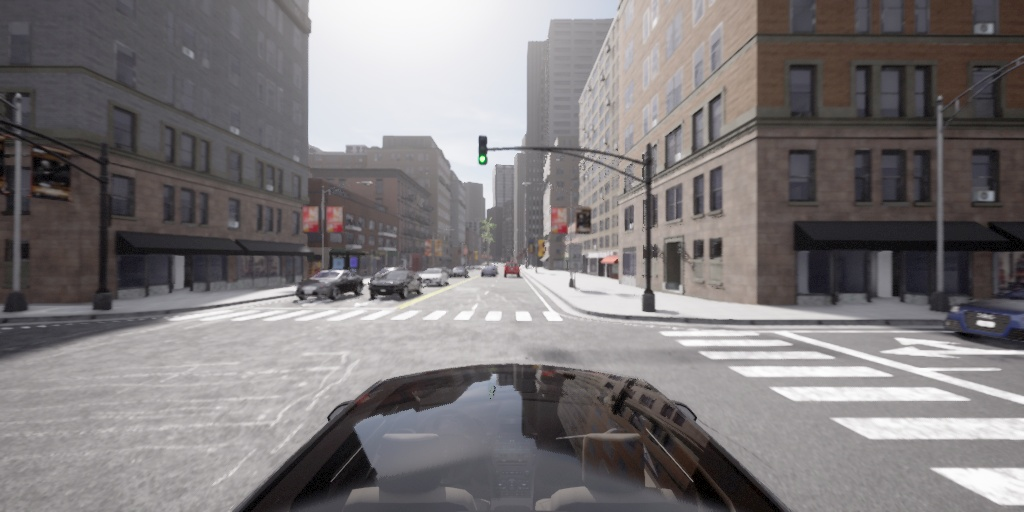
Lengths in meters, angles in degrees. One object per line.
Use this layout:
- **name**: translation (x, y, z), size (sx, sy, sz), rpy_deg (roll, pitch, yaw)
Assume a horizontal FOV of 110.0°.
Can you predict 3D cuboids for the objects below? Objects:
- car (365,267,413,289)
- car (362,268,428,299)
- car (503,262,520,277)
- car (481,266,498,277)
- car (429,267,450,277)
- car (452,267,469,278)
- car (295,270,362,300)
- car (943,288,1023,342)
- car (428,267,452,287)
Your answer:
- **car**: translation (-9.858, 1.702, 29.204), size (2.128, 1.511, 4.902), rpy_deg (0, -1, 0)
- **car**: translation (-6.603, 1.550, 20.880), size (1.882, 1.535, 5.008), rpy_deg (0, -1, 0)
- **car**: translation (-0.022, 1.849, 49.549), size (2.150, 2.045, 5.566), rpy_deg (0, -1, 0)
- **car**: translation (-3.273, 2.185, 49.894), size (1.994, 1.385, 4.181), rpy_deg (0, -1, 0)
- **car**: translation (-9.832, 2.177, 48.911), size (1.895, 1.301, 4.718), rpy_deg (0, -1, 0)
- **car**: translation (-6.601, 2.077, 44.882), size (1.994, 1.385, 4.181), rpy_deg (0, -1, 0)
- **car**: translation (-9.851, 1.532, 19.802), size (2.128, 1.511, 4.902), rpy_deg (0, -1, 0)
- **car**: translation (12.720, 1.349, 8.132), size (4.181, 1.385, 1.994), rpy_deg (0, 0, 0)
- **car**: translation (-6.594, 1.771, 30.292), size (1.812, 1.442, 4.674), rpy_deg (0, -1, 0)
